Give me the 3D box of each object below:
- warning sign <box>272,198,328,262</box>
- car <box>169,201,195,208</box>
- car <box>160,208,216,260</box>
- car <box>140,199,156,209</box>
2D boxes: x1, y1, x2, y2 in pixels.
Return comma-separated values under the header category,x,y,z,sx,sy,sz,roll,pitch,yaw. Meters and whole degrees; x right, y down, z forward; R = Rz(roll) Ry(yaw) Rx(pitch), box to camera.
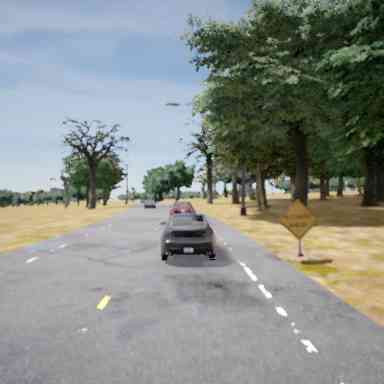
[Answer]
category,x,y,z,sx,sy,sz,roll,pitch,yaw
warning sign,3.376,1.160,10.519,1.300,1.860,1.060,-2,-3,-1
car,-0.821,1.500,27.724,2.097,1.767,4.553,0,-1,-3
car,-0.156,1.559,12.687,1.837,1.490,4.892,0,0,-1
car,-6.489,1.901,51.781,2.033,1.411,5.357,0,-1,-6
